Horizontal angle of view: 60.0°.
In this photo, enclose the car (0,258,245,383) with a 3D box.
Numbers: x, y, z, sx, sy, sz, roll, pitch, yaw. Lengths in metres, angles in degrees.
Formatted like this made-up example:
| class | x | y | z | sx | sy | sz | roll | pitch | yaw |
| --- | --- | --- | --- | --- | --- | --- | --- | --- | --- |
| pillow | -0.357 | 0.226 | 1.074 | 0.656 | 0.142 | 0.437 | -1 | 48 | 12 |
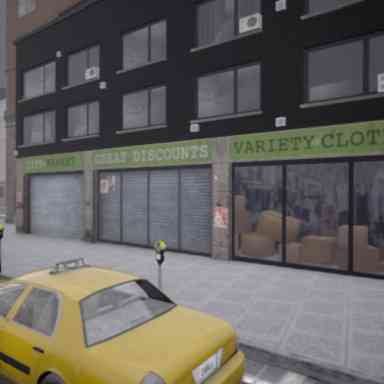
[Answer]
| class | x | y | z | sx | sy | sz | roll | pitch | yaw |
| --- | --- | --- | --- | --- | --- | --- | --- | --- | --- |
| car | -1.740 | 1.547 | 4.324 | 4.829 | 1.417 | 1.752 | 0 | 0 | 35 |
